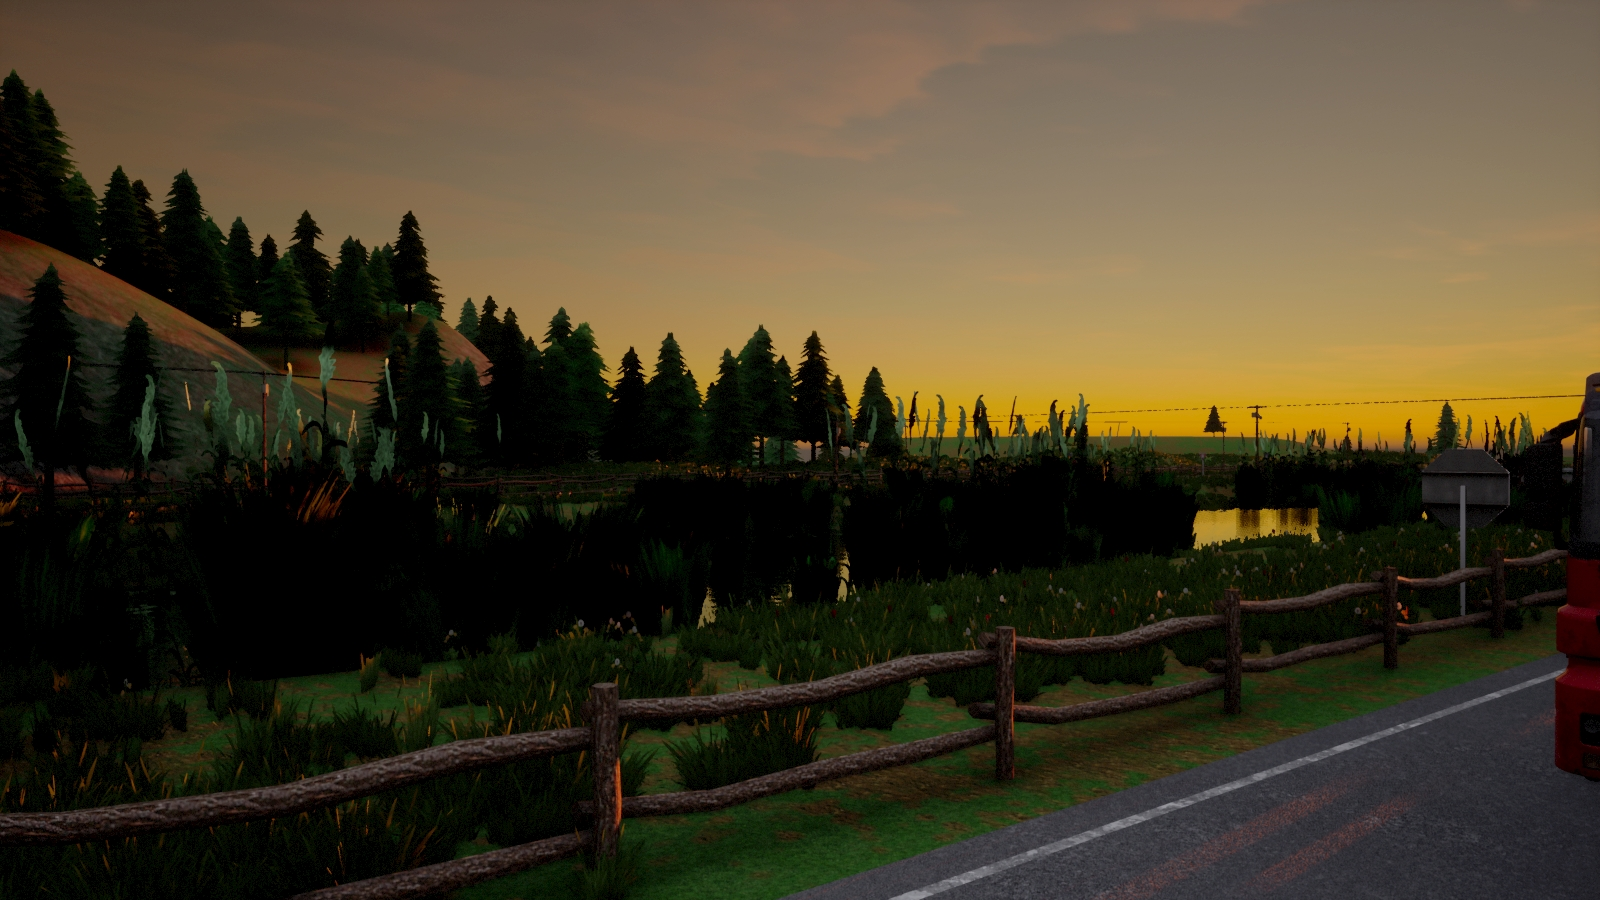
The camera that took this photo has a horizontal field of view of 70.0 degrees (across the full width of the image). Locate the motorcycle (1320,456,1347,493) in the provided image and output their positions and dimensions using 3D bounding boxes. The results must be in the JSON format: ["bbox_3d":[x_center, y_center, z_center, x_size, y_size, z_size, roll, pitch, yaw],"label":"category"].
[{"bbox_3d":[34.806,1.577,74.501,2.033,2.348,0.803,0,0,-39],"label":"motorcycle"}]

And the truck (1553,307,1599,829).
[{"bbox_3d":[9.436,0.862,10.925,2.891,3.827,8.468,0,0,39],"label":"truck"}]
